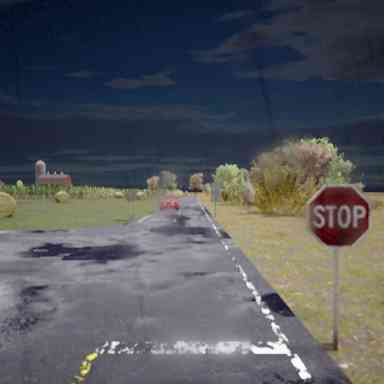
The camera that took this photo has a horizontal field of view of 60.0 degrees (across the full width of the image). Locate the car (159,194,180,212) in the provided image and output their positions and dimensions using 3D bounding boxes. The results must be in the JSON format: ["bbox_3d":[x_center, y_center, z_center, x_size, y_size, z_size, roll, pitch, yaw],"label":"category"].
[{"bbox_3d":[-2.644,1.244,40.174,2.150,2.045,5.566,0,0,0],"label":"car"}]
